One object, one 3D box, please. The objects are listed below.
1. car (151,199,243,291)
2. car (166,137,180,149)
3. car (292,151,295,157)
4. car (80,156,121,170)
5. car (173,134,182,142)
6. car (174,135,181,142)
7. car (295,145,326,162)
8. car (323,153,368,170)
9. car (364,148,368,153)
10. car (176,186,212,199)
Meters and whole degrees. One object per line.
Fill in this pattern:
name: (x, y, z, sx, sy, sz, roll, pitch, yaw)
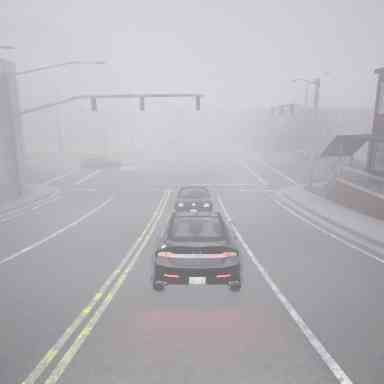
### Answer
car: (0.102, 1.221, 8.372, 2.128, 1.511, 4.902, 0, 4, 0)
car: (-3.549, -8.508, 59.389, 1.837, 1.490, 4.892, 0, 12, 0)
car: (15.984, -5.490, 44.958, 4.553, 1.767, 2.097, 0, 12, 0)
car: (-9.714, -3.132, 35.234, 4.181, 1.385, 1.994, -2, 13, -9)
car: (-3.473, -12.837, 79.043, 1.837, 1.490, 4.892, 0, 12, 0)
car: (-3.476, -10.621, 69.212, 1.994, 1.385, 4.181, 0, 12, 0)
car: (15.817, -4.738, 41.541, 4.553, 1.767, 2.097, 0, 12, 0)
car: (16.403, -2.984, 34.554, 4.181, 1.385, 1.994, 0, 12, 0)
car: (26.311, -5.610, 44.894, 5.566, 2.045, 2.150, 0, 12, 0)
car: (0.091, 0.328, 18.076, 1.895, 1.301, 4.718, 0, 8, 0)
